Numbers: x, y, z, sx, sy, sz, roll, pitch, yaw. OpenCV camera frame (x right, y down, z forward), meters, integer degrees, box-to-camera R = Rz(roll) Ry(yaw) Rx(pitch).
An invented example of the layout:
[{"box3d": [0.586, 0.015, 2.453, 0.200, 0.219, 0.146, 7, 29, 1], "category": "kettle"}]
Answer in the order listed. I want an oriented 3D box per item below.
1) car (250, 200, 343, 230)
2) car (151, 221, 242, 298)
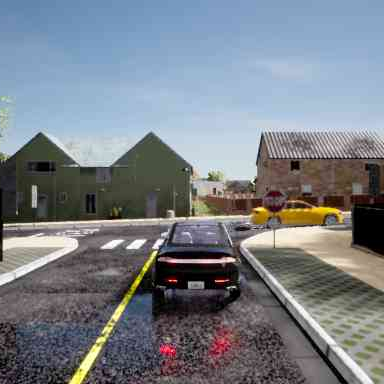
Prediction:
[{"box3d": [5.828, 1.205, 18.786, 5.008, 1.535, 1.882, -2, 0, 0], "category": "car"}, {"box3d": [0.159, 1.493, 8.513, 2.128, 1.511, 4.902, 0, 0, 2], "category": "car"}]
